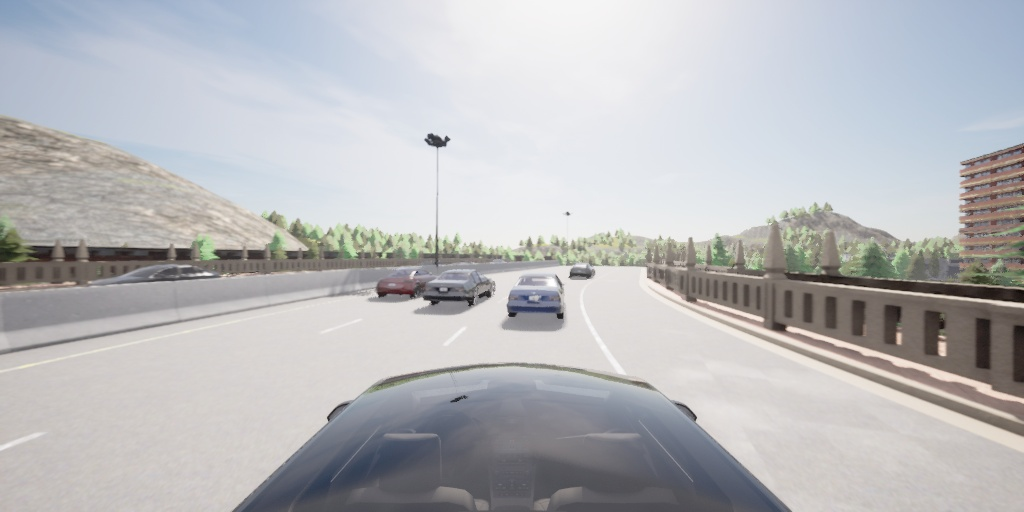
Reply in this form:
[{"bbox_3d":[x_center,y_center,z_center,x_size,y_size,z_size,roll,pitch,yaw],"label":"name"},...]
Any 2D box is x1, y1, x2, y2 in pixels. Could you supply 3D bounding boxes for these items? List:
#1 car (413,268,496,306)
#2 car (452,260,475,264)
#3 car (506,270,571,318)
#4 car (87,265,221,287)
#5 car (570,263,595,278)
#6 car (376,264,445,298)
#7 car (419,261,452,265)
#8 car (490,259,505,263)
[{"bbox_3d":[-2.118,1.289,15.726,2.033,1.411,5.357,0,0,10],"label":"car"},{"bbox_3d":[-7.706,1.320,56.406,1.895,1.301,4.718,0,0,20],"label":"car"},{"bbox_3d":[1.006,1.303,13.122,2.033,1.411,5.357,0,0,8],"label":"car"},{"bbox_3d":[-16.258,1.178,16.633,1.837,1.490,4.892,0,0,9],"label":"car"},{"bbox_3d":[6.765,1.350,34.362,1.994,1.385,4.181,0,0,20],"label":"car"},{"bbox_3d":[-5.110,1.291,18.351,1.994,1.385,4.181,0,0,11],"label":"car"},{"bbox_3d":[-8.081,1.221,34.988,1.837,1.490,4.892,0,0,19],"label":"car"},{"bbox_3d":[-2.427,1.279,60.639,1.812,1.442,4.674,0,0,20],"label":"car"}]
